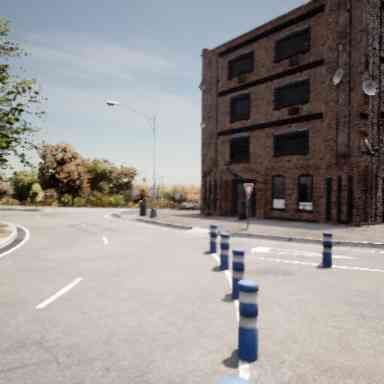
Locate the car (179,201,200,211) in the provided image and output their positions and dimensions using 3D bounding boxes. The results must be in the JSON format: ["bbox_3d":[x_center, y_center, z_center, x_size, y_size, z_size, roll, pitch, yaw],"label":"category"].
[{"bbox_3d":[-0.683,2.421,53.494,2.002,1.452,4.674,2,-2,17],"label":"car"}]

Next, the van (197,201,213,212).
[{"bbox_3d":[2.512,2.760,64.131,1.878,1.987,4.442,1,-3,17],"label":"van"}]
